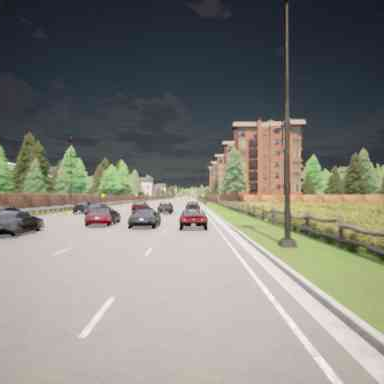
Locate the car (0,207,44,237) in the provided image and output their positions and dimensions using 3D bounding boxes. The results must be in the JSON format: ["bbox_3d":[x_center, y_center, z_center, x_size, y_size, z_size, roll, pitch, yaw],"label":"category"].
[{"bbox_3d":[-10.401,1.791,19.477,1.994,1.385,4.181,0,-1,0],"label":"car"}]

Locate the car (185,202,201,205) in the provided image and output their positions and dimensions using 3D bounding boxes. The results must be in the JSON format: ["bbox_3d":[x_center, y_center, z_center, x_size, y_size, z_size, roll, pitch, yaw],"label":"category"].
[{"bbox_3d":[0.097,2.010,43.273,1.837,1.490,4.892,0,0,0],"label":"car"}]

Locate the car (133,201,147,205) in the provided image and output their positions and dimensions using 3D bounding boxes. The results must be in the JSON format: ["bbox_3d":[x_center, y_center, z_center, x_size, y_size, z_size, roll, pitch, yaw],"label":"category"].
[{"bbox_3d":[-6.902,2.000,44.916,1.882,1.535,5.008,0,0,0],"label":"car"}]

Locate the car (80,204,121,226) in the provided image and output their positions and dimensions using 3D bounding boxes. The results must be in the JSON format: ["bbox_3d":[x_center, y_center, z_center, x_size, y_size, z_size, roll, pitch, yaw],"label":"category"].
[{"bbox_3d":[-6.901,1.869,26.113,1.994,1.385,4.181,0,-1,0],"label":"car"}]

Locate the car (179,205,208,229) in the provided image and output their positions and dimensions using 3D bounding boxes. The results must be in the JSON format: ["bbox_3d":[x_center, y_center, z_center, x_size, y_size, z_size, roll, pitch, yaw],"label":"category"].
[{"bbox_3d":[0.099,1.880,23.922,1.895,1.301,4.718,0,-1,0],"label":"car"}]

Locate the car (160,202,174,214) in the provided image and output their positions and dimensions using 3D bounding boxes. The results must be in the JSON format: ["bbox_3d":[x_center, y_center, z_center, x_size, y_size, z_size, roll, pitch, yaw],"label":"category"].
[{"bbox_3d":[-3.403,1.997,43.315,2.128,1.511,4.902,0,-1,0],"label":"car"}]

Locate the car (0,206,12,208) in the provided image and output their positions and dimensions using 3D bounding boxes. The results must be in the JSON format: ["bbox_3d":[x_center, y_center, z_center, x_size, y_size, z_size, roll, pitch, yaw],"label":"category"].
[{"bbox_3d":[-13.901,1.795,24.777,1.837,1.490,4.892,0,0,0],"label":"car"}]

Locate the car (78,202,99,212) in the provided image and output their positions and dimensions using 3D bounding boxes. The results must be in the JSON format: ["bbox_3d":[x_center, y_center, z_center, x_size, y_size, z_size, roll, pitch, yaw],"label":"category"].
[{"bbox_3d":[-10.403,1.976,36.842,2.033,1.411,5.357,0,-1,0],"label":"car"}]

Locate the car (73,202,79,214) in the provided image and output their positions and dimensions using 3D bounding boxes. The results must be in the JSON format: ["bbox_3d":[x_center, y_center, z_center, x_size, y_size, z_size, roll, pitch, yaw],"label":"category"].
[{"bbox_3d":[-13.903,2.010,43.325,1.837,1.490,4.892,0,0,0],"label":"car"}]

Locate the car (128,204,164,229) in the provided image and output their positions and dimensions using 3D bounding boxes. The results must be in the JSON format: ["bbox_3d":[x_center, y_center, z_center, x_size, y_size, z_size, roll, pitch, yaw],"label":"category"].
[{"bbox_3d":[-3.401,1.849,24.386,1.994,1.385,4.181,0,-1,0],"label":"car"}]
